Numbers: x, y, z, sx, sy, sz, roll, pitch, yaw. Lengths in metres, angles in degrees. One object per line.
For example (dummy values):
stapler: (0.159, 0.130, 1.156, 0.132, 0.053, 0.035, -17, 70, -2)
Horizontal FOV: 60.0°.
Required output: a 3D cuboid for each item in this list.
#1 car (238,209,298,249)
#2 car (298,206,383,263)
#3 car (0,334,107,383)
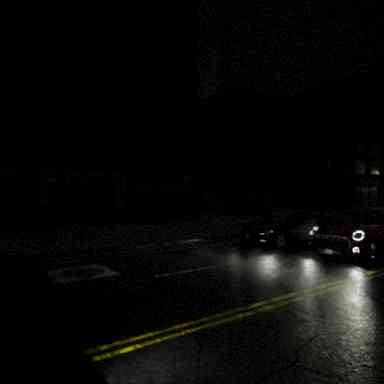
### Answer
car: (4.250, 1.488, 14.694, 5.008, 1.535, 1.882, 0, 0, -35)
car: (6.284, 1.363, 12.152, 4.553, 1.767, 2.097, 0, 0, -35)
car: (-2.759, 1.504, 1.472, 4.892, 1.490, 1.837, 0, 0, -35)
